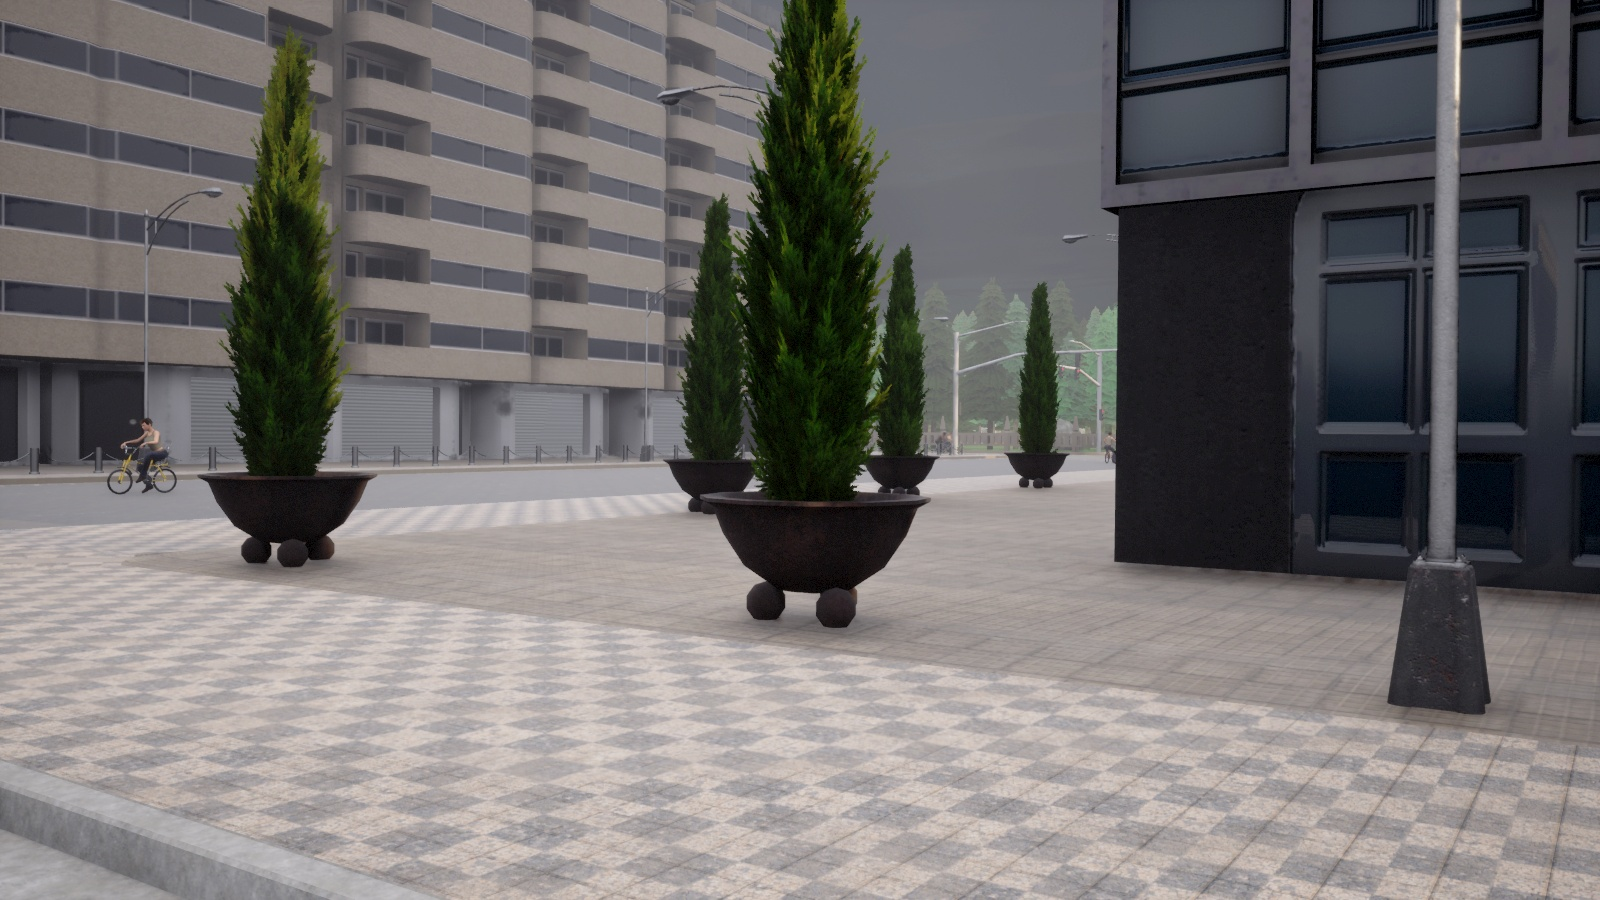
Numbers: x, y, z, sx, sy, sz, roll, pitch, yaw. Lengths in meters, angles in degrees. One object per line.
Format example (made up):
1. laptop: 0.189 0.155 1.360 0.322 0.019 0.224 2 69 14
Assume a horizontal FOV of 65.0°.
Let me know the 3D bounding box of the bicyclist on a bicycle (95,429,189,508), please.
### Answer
1. bicyclist on a bicycle: -13.916 0.375 26.601 0.866 1.612 1.509 0 1 34
